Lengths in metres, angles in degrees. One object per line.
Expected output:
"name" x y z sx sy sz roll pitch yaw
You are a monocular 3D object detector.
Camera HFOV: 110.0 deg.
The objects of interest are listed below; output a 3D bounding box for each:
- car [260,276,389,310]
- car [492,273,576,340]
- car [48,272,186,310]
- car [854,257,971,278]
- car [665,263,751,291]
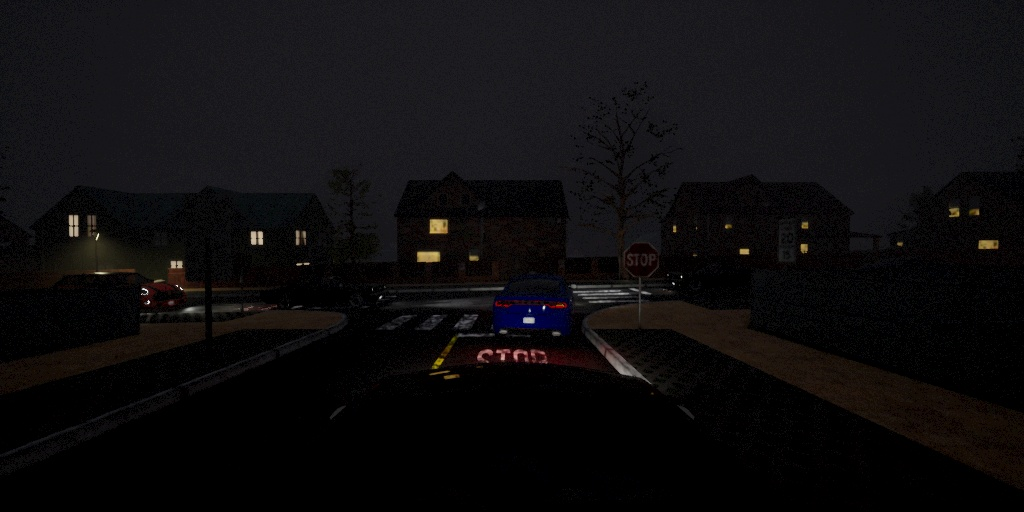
"car" -7.823 1.506 15.314 4.718 1.301 1.895 -1 1 0
"car" 0.779 1.226 10.113 1.882 1.535 5.008 0 0 10
"car" -16.811 1.471 15.298 4.553 1.767 2.097 -1 1 0
"car" 20.042 0.753 18.300 5.357 1.411 2.033 -1 1 0
"car" 10.396 1.034 18.256 4.718 1.301 1.895 -1 1 -1
